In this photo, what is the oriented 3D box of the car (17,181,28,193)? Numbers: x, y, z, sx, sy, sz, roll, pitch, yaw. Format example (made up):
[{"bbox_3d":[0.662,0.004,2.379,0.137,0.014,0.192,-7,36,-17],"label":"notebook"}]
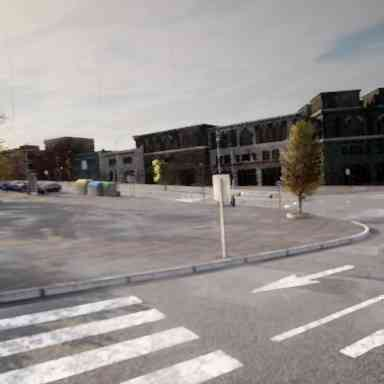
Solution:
[{"bbox_3d":[-23.820,-0.704,51.311,2.231,1.521,4.892,1,6,17],"label":"car"}]

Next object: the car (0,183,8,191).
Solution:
[{"bbox_3d":[-28.619,-0.970,54.748,2.097,1.535,5.008,1,6,16],"label":"car"}]

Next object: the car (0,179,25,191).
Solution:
[{"bbox_3d":[-31.055,-1.218,56.387,2.185,1.767,4.553,0,6,15],"label":"car"}]

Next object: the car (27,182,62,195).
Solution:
[{"bbox_3d":[-21.458,-0.534,49.524,2.163,1.488,4.792,1,6,17],"label":"car"}]

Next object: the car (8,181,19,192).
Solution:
[{"bbox_3d":[-26.220,-0.798,53.039,2.002,1.452,4.674,1,6,16],"label":"car"}]
